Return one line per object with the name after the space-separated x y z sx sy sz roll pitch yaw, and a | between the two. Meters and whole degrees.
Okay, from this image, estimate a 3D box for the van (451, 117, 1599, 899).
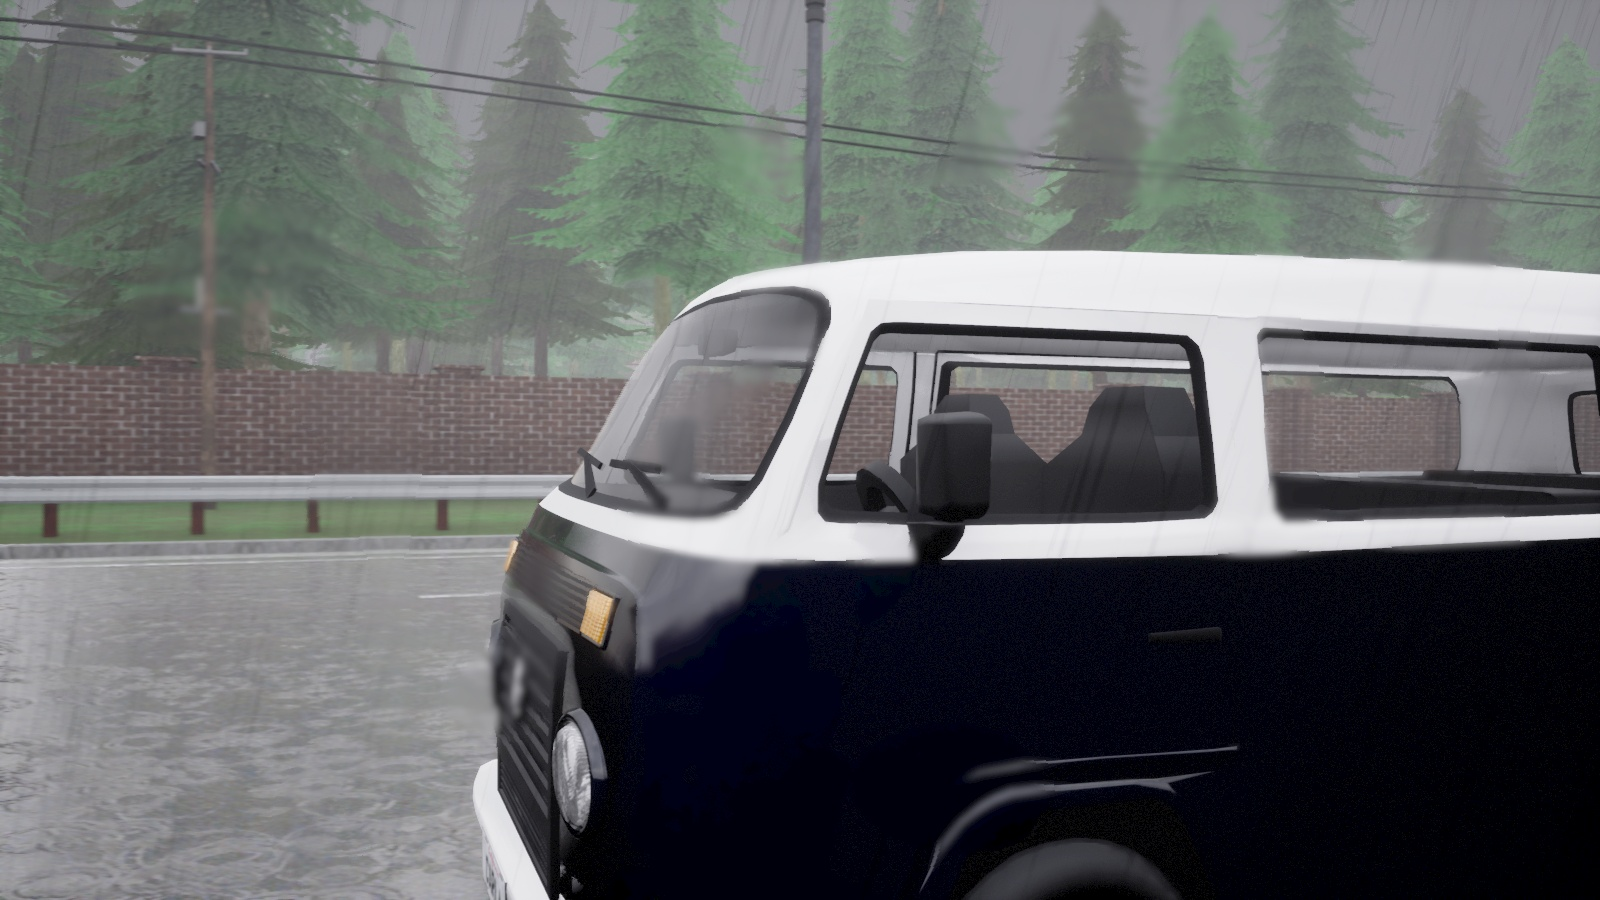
1.384 0.445 3.761 4.480 2.038 2.069 -1 1 -21 | van
